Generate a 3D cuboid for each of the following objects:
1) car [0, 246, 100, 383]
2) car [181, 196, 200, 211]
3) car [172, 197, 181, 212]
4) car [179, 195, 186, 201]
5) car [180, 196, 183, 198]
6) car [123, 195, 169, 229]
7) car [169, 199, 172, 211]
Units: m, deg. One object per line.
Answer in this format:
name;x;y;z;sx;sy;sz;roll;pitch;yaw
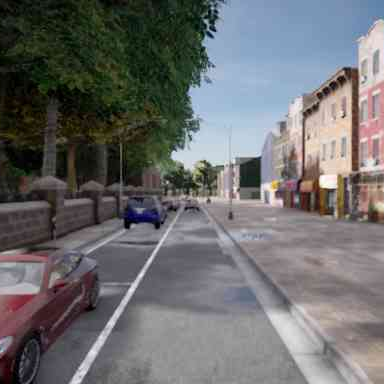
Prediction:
car;-2.642;1.581;5.157;1.802;1.307;4.206;0;0;0
car;0.021;1.592;40.993;2.033;1.411;5.357;0;0;1
car;-2.642;1.585;39.289;1.887;1.381;4.507;0;0;0
car;-2.642;1.692;94.421;1.967;1.590;4.097;-1;0;0
car;-2.642;1.605;44.978;2.008;1.369;4.403;-1;0;0
car;-2.981;1.238;21.726;2.150;2.045;5.566;0;0;0
car;-3.019;1.524;28.697;1.837;1.490;4.892;0;0;0
